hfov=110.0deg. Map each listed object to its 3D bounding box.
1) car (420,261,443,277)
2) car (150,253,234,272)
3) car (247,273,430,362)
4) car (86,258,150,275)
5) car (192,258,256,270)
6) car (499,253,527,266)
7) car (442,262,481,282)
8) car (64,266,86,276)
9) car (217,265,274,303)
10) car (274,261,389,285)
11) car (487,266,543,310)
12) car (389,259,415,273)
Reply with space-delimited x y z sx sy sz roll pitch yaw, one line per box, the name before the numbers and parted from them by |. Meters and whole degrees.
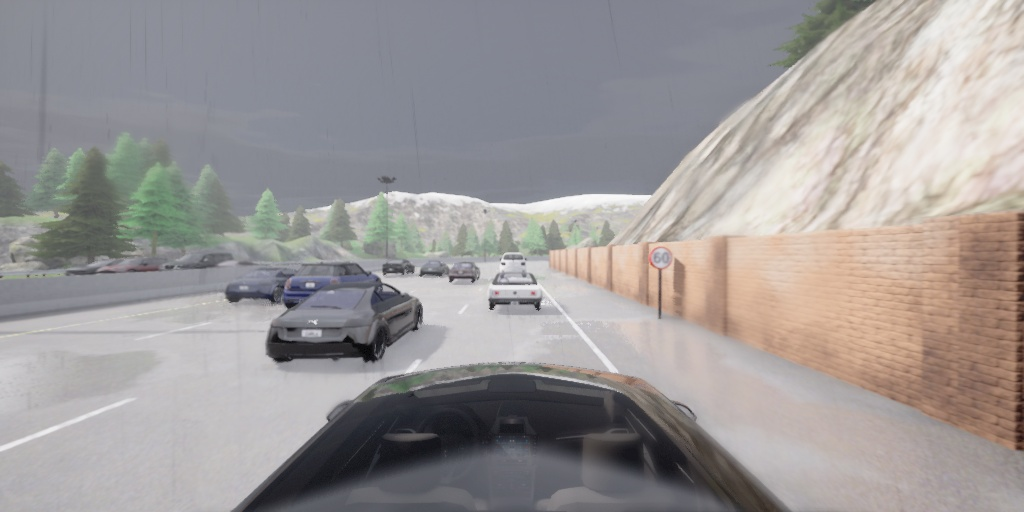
car | -6.898 1.090 32.292 1.994 1.385 4.181 0 0 0
car | -24.598 0.777 28.393 2.150 2.045 5.566 0 0 0
car | -3.400 1.267 8.094 1.994 1.385 4.181 0 0 0
car | -28.095 0.917 26.983 2.097 1.767 4.553 0 0 0
car | -21.094 1.089 27.196 1.812 1.442 4.674 0 0 0
car | 0.102 0.758 30.823 2.150 2.045 5.566 0 0 0
car | -3.398 1.118 26.213 2.033 1.411 5.357 0 0 0
car | -31.592 1.034 28.194 1.882 1.535 5.008 0 0 0
car | -10.400 1.210 15.947 1.994 1.385 4.181 0 0 0
car | -6.899 1.009 14.387 2.097 1.767 4.553 0 0 0
car | 0.101 1.259 14.203 1.895 1.301 4.718 0 0 0
car | -10.398 0.997 33.246 1.882 1.535 5.008 0 0 0
